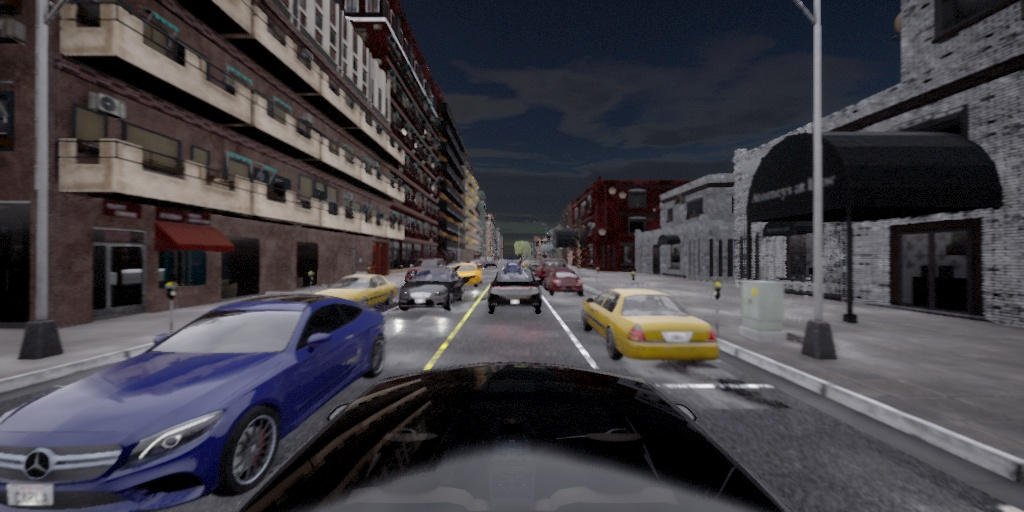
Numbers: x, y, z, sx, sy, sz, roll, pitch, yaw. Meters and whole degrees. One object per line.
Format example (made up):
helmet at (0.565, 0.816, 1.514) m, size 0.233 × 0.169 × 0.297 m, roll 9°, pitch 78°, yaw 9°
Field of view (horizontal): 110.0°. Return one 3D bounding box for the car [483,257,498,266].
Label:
car at (-3.023, 1.191, 52.728) m, size 1.895 × 1.301 × 4.718 m, roll 0°, pitch 0°, yaw 0°

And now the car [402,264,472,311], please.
car at (-3.088, 1.246, 14.539) m, size 2.128 × 1.511 × 4.902 m, roll 0°, pitch 0°, yaw 0°

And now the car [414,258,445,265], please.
car at (-5.701, 1.075, 24.594) m, size 2.192 × 1.841 × 5.009 m, roll 0°, pitch 0°, yaw 0°

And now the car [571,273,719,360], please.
car at (2.687, 1.278, 8.150) m, size 1.751 × 1.417 × 4.829 m, roll 0°, pitch 0°, yaw 0°

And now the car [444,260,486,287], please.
car at (-3.087, 1.238, 24.545) m, size 1.882 × 1.535 × 5.008 m, roll 0°, pitch 0°, yaw 0°

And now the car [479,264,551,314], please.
car at (0.094, 1.247, 13.896) m, size 2.128 × 1.511 × 4.902 m, roll 0°, pitch 0°, yaw 0°

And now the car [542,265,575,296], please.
car at (2.682, 1.339, 19.059) m, size 1.802 × 1.307 × 4.207 m, roll 0°, pitch 0°, yaw 0°

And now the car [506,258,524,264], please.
car at (0.069, 1.299, 39.947) m, size 1.812 × 1.442 × 4.674 m, roll 0°, pitch 0°, yaw 0°

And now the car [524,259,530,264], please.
car at (2.673, 1.326, 41.215) m, size 2.007 × 1.370 × 4.403 m, roll 0°, pitch 0°, yaw 0°

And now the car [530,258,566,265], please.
car at (2.680, 1.075, 24.598) m, size 2.192 × 1.841 × 5.009 m, roll 0°, pitch 0°, yaw 0°

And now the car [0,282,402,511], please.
car at (-3.089, 1.277, 4.632) m, size 1.812 × 1.442 × 4.674 m, roll 0°, pitch 0°, yaw 0°

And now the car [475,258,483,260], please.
car at (-5.713, 1.335, 52.290) m, size 1.888 × 1.381 × 4.507 m, roll 0°, pitch 0°, yaw 0°

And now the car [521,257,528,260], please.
car at (2.662, 1.332, 63.541) m, size 1.751 × 1.417 × 4.829 m, roll 0°, pitch 0°, yaw 0°

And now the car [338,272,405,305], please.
car at (-5.696, 1.280, 13.345) m, size 1.751 × 1.417 × 4.829 m, roll 0°, pitch 0°, yaw 0°
